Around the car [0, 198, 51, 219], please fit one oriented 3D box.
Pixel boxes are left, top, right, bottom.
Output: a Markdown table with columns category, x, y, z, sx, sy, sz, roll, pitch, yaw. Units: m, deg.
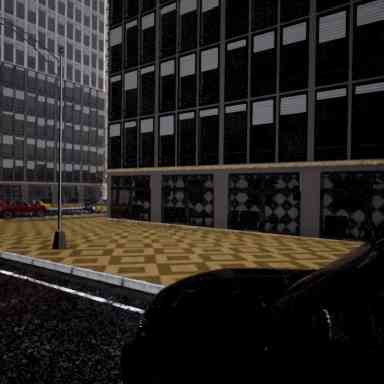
| category | x | y | z | sx | sy | sz | roll | pitch | yaw |
| --- | --- | --- | --- | --- | --- | --- | --- | --- | --- |
| car | -16.206 | 1.517 | 31.099 | 2.192 | 1.841 | 5.009 | 1 | 0 | 37 |

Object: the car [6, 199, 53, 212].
| category | x | y | z | sx | sy | sz | roll | pitch | yaw |
| --- | --- | --- | --- | --- | --- | --- | --- | --- | --- |
| car | -19.678 | 1.640 | 40.484 | 1.752 | 1.417 | 4.829 | 1 | 0 | 37 |

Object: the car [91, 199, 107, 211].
| category | x | y | z | sx | sy | sz | roll | pitch | yaw |
| --- | --- | --- | --- | --- | --- | --- | --- | --- | --- |
| car | -9.383 | 1.828 | 40.292 | 1.752 | 1.417 | 4.829 | 1 | 0 | 37 |

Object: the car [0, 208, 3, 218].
| category | x | y | z | sx | sy | sz | roll | pitch | yaw |
| --- | --- | --- | --- | --- | --- | --- | --- | --- | --- |
| car | -7.360 | 1.347 | 8.958 | 4.553 | 1.767 | 2.097 | 0 | 0 | 36 |

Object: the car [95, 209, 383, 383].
| category | x | y | z | sx | sy | sz | roll | pitch | yaw |
| --- | --- | --- | --- | --- | --- | --- | --- | --- | --- |
| car | 2.015 | 1.223 | 2.245 | 5.566 | 2.045 | 2.150 | 0 | 0 | 35 |

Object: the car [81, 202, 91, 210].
| category | x | y | z | sx | sy | sz | roll | pitch | yaw |
| --- | --- | --- | --- | --- | --- | --- | --- | --- | --- |
| car | -12.752 | 1.729 | 45.451 | 1.837 | 1.490 | 4.892 | 1 | 1 | 37 |
